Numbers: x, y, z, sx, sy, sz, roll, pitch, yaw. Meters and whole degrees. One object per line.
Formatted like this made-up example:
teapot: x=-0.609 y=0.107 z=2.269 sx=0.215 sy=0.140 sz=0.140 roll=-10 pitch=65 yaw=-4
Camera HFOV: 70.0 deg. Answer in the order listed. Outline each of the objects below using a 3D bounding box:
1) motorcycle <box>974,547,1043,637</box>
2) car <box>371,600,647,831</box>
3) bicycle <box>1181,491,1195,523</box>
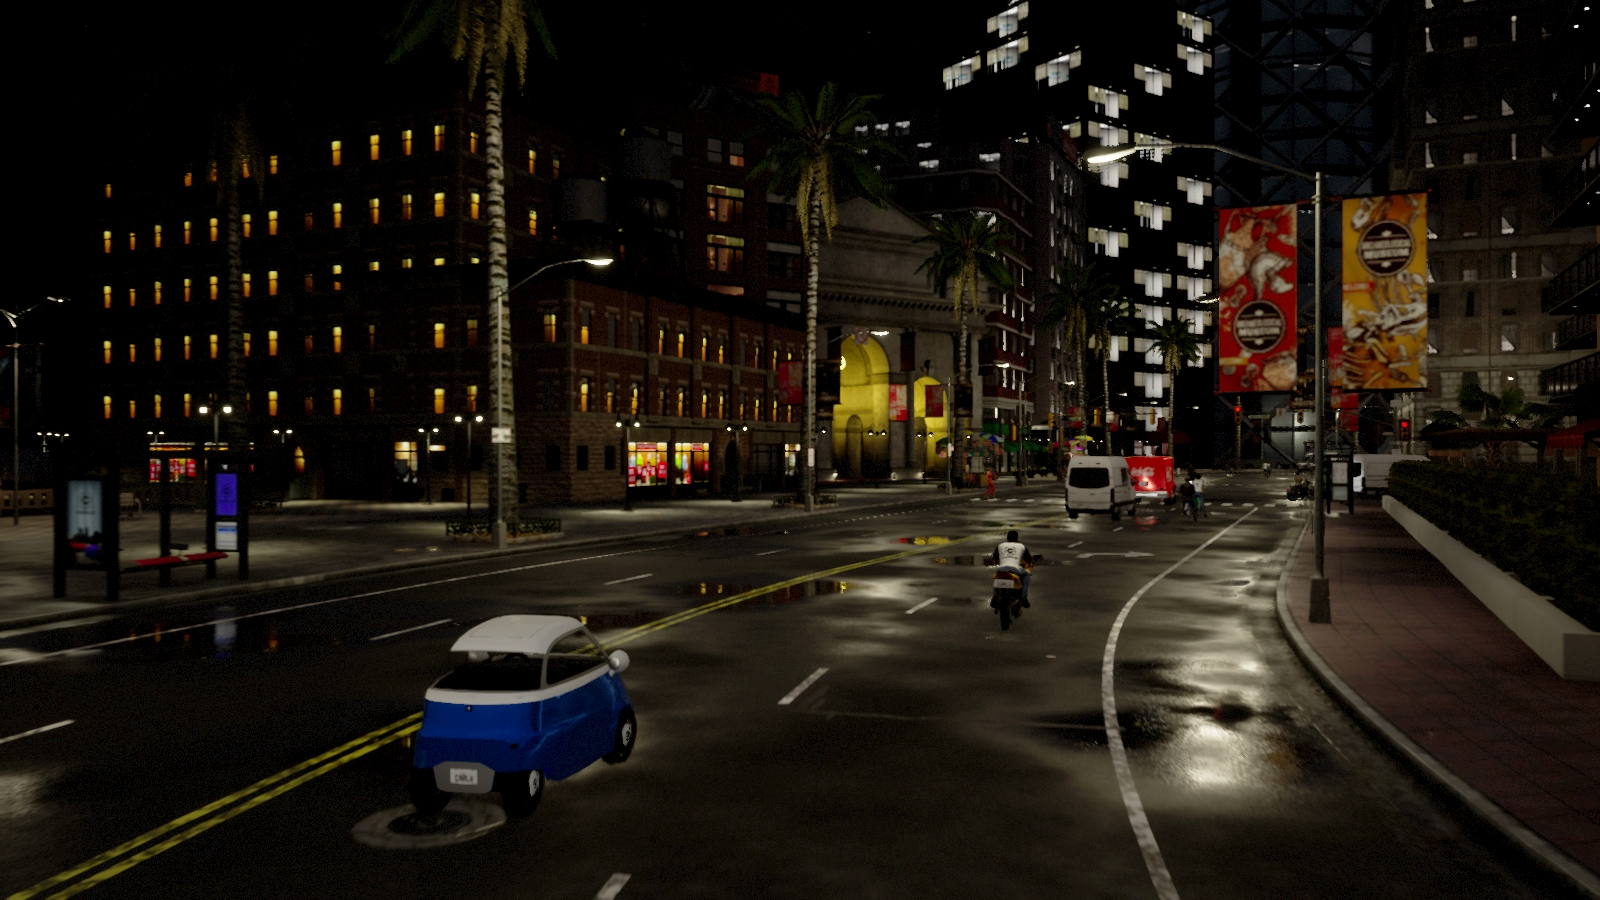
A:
motorcycle: x=3.344 y=2.213 z=18.180 sx=0.803 sy=1.145 sz=2.033 roll=1 pitch=0 yaw=18
car: x=-2.339 y=2.120 z=9.633 sx=1.481 sy=1.376 sz=2.207 roll=0 pitch=0 yaw=10
bicycle: x=15.142 y=2.213 z=44.596 sx=0.329 sy=1.171 sz=1.835 roll=0 pitch=0 yaw=25
